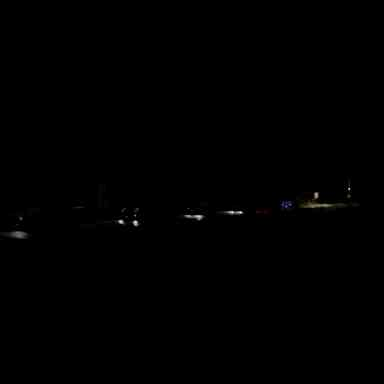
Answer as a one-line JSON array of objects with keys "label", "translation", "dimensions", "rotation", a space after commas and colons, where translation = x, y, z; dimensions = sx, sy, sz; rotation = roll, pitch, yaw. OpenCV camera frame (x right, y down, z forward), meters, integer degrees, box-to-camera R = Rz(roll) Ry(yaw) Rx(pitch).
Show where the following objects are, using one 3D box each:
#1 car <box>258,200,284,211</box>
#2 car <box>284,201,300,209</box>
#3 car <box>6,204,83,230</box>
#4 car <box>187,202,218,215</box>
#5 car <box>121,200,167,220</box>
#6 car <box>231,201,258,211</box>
[{"label": "car", "translation": [10.819, 1.896, 47.205], "dimensions": [2.128, 1.511, 4.902], "rotation": [-1, -1, 35]}, {"label": "car", "translation": [16.502, 2.094, 55.478], "dimensions": [1.895, 1.301, 4.718], "rotation": [-1, -1, 35]}, {"label": "car", "translation": [-9.839, 1.613, 22.520], "dimensions": [1.882, 1.535, 5.008], "rotation": [-1, -1, 35]}, {"label": "car", "translation": [1.345, 1.844, 38.628], "dimensions": [1.812, 1.442, 4.674], "rotation": [-1, -1, 35]}, {"label": "car", "translation": [-4.331, 1.579, 30.460], "dimensions": [2.097, 1.767, 4.553], "rotation": [-1, -1, 35]}, {"label": "car", "translation": [7.104, 1.973, 46.865], "dimensions": [1.994, 1.385, 4.181], "rotation": [-1, -1, 35]}]
